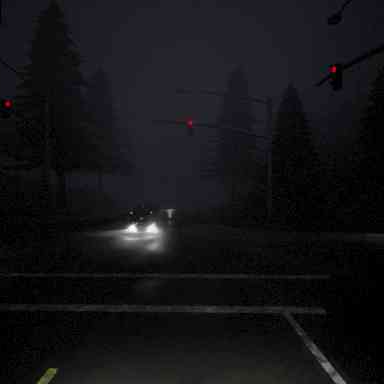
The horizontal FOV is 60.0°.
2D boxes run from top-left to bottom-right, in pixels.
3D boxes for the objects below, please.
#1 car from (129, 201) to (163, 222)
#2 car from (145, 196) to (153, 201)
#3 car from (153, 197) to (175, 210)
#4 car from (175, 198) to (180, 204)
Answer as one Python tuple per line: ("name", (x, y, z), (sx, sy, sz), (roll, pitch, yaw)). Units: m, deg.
("car", (-3.631, 1.601, 26.113), (1.895, 1.301, 4.718), (0, 0, 0))
("car", (-8.202, 1.528, 61.217), (2.128, 1.511, 4.902), (0, 0, -44))
("car", (-3.618, 1.525, 43.974), (1.812, 1.442, 4.674), (0, 0, 0))
("car", (-4.071, 1.564, 61.705), (1.994, 1.385, 4.181), (0, 0, -39))
